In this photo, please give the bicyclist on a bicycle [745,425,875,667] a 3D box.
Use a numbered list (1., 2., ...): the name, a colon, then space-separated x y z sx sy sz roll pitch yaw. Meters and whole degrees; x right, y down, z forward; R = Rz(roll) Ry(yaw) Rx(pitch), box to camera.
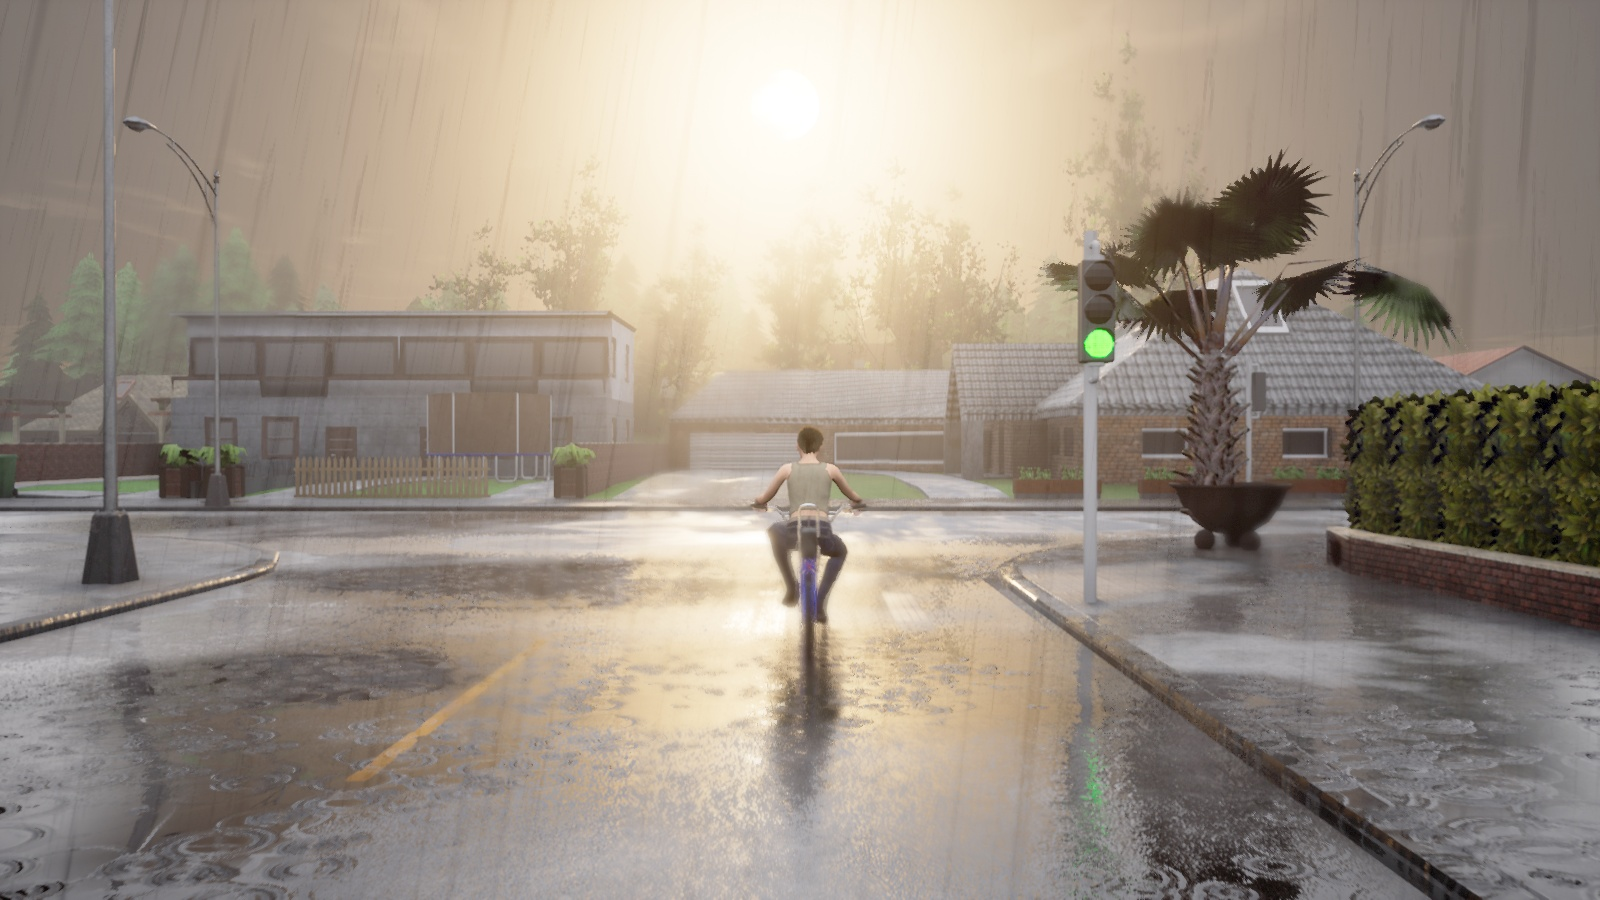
1. bicyclist on a bicycle: 0.067 0.633 9.117 0.866 1.612 1.509 0 0 0
